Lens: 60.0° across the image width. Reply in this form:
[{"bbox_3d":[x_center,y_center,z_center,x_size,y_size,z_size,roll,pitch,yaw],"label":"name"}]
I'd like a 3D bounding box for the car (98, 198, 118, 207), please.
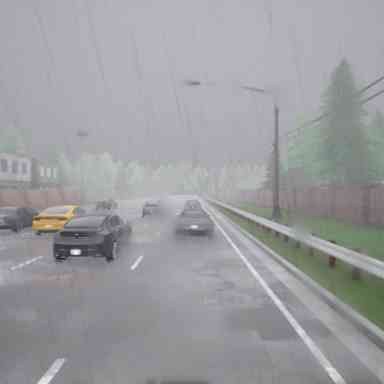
[{"bbox_3d":[-10.400,1.515,40.719,1.837,1.490,4.892,0,0,0],"label":"car"}]

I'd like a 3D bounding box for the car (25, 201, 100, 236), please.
[{"bbox_3d":[-6.898,1.482,18.391,1.882,1.535,5.008,0,0,0],"label":"car"}]

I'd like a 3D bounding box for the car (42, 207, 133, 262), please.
[{"bbox_3d":[-3.400,1.508,12.165,1.837,1.490,4.892,0,0,0],"label":"car"}]

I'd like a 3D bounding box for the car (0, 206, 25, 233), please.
[{"bbox_3d":[-10.399,1.552,19.640,2.033,1.411,5.357,0,0,0],"label":"car"}]

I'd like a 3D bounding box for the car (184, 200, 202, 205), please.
[{"bbox_3d":[0.101,1.556,35.712,2.033,1.411,5.357,0,0,0],"label":"car"}]

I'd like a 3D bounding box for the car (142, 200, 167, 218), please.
[{"bbox_3d":[-3.399,1.499,30.517,2.128,1.511,4.902,0,0,0],"label":"car"}]

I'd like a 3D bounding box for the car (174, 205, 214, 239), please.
[{"bbox_3d":[0.100,1.568,17.321,1.994,1.385,4.181,0,0,0],"label":"car"}]
